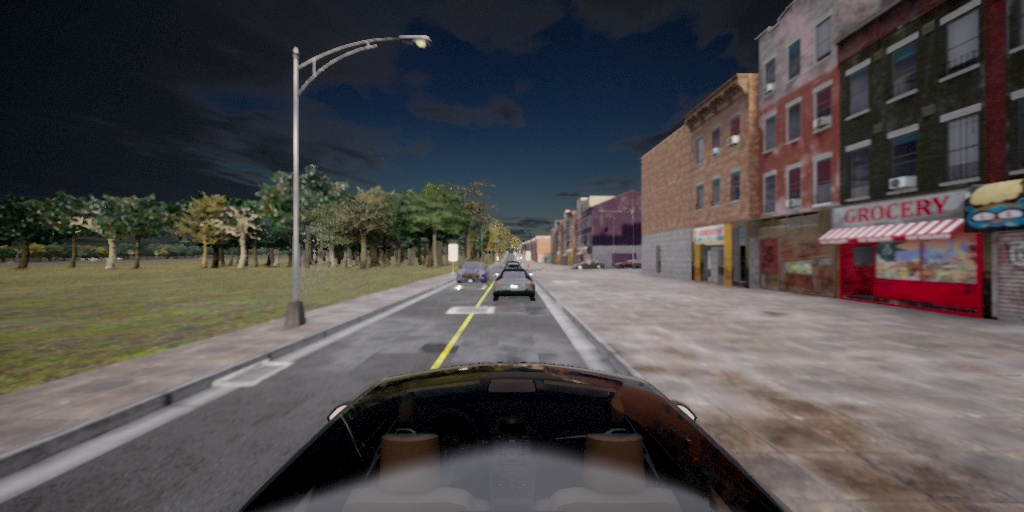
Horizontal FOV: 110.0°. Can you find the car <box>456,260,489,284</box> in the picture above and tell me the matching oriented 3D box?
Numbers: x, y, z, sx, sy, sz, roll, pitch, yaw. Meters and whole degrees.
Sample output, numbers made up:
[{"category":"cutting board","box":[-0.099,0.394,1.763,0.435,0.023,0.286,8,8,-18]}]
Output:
[{"category":"car","box":[-2.823,1.102,26.776,2.097,1.767,4.553,0,0,0]}]

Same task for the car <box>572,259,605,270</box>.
[{"category":"car","box":[10.442,1.144,49.031,4.403,1.370,2.007,0,0,0]}]

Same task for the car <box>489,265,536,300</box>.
[{"category":"car","box":[0.097,1.310,17.648,1.994,1.385,4.181,0,0,0]}]

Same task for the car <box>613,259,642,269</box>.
[{"category":"car","box":[15.973,1.056,49.029,4.207,1.307,1.802,0,0,0]}]

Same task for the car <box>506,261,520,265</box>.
[{"category":"car","box":[0.096,1.298,37.161,1.837,1.490,4.892,0,0,0]}]
